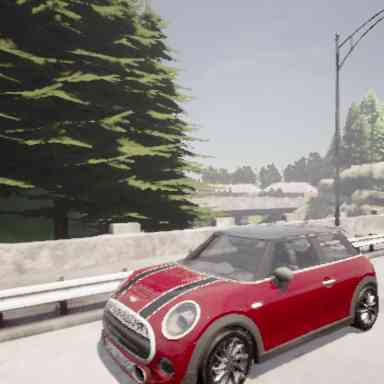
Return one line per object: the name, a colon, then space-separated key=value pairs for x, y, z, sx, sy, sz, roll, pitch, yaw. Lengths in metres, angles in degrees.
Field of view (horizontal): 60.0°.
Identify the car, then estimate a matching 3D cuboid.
car: x=0.953 y=1.357 z=5.284 sx=4.553 sy=1.767 sz=2.097 roll=0 pitch=0 yaw=-35
